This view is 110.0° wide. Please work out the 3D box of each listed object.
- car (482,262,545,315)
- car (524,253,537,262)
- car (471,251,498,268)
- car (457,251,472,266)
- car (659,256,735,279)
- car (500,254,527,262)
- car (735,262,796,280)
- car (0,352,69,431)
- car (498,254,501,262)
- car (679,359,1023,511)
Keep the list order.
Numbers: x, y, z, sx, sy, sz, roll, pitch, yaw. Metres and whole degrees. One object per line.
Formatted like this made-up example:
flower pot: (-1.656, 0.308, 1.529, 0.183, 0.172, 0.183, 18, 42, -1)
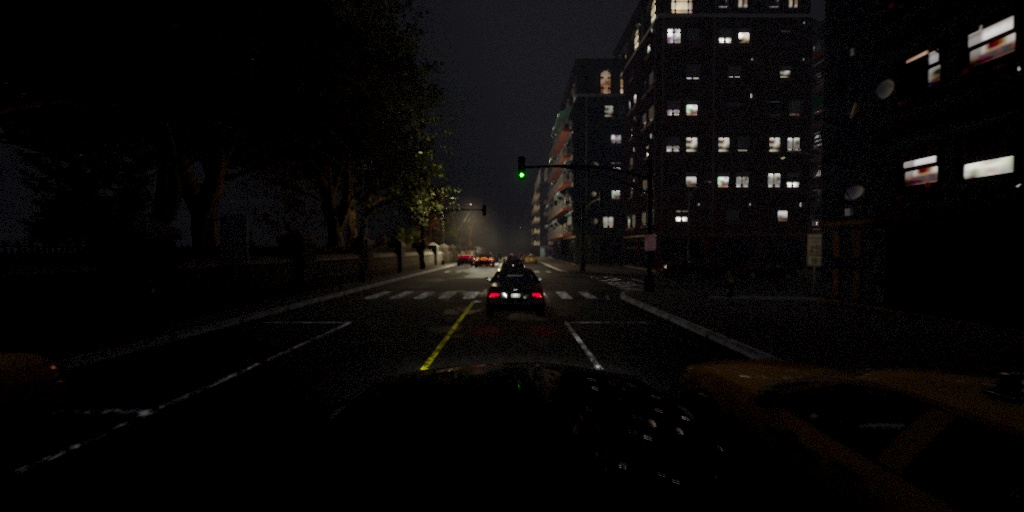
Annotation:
car: (0.098, 1.108, 12.531, 2.033, 1.411, 5.357, 0, 1, 0)
car: (2.688, 0.423, 51.183, 1.751, 1.417, 4.829, 0, 0, 0)
car: (-3.086, 0.417, 41.218, 2.097, 1.767, 4.553, 0, 1, 0)
car: (-5.693, 0.306, 45.478, 2.192, 1.841, 5.009, 0, 0, 0)
car: (14.597, 0.863, 28.901, 5.009, 1.841, 2.192, 0, 0, 0)
car: (0.096, 0.743, 34.452, 1.994, 1.385, 4.181, 0, 1, 0)
car: (20.291, 1.195, 28.921, 4.507, 1.381, 1.888, 0, 0, 0)
car: (-5.690, 1.272, 1.748, 1.751, 1.417, 4.829, 0, 0, 0)
car: (-3.062, 0.283, 57.397, 2.128, 1.511, 4.902, 0, 1, 0)
car: (2.690, 1.271, 2.090, 1.751, 1.417, 4.829, 0, 0, 0)
